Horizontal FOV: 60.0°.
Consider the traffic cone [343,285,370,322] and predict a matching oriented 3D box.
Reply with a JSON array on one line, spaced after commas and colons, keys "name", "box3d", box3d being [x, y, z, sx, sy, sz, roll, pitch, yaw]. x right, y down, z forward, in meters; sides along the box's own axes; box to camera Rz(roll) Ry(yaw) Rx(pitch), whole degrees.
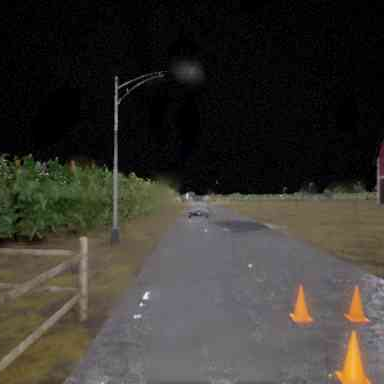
[{"name": "traffic cone", "box3d": [2.973, 1.988, 6.014, 0.340, 0.580, 0.340, 0, 0, 1]}]

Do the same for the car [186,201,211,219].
[{"name": "car", "box3d": [0.615, 1.601, 30.820, 1.837, 1.490, 4.892, 0, 0, 1]}]

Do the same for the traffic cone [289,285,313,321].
[{"name": "traffic cone", "box3d": [1.973, 1.981, 6.023, 0.340, 0.580, 0.340, 0, 0, 1]}]

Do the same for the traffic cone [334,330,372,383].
[{"name": "traffic cone", "box3d": [1.955, 1.977, 4.023, 0.340, 0.580, 0.340, 0, 0, 1]}]
